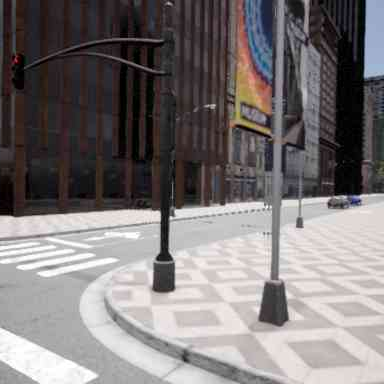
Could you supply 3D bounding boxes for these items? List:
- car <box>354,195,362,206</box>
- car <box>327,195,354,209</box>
[{"bbox_3d":[23.887,1.202,49.403,1.882,1.535,5.008,2,1,35],"label":"car"},{"bbox_3d":[18.110,1.260,41.155,2.128,1.511,4.902,2,1,36],"label":"car"}]
